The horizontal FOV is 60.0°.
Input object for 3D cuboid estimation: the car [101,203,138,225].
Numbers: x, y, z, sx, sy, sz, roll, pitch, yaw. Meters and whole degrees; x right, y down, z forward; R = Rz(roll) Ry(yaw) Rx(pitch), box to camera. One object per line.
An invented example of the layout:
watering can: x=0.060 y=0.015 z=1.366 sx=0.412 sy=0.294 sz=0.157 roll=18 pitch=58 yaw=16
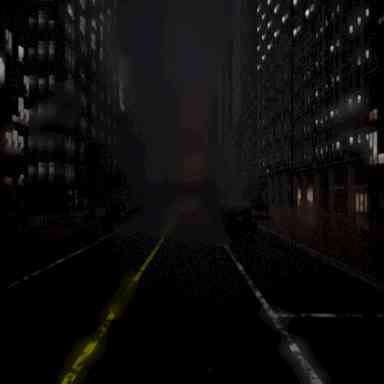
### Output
car: x=-5.693 y=1.685 z=25.877 sx=1.967 sy=1.590 sz=4.097 roll=-1 pitch=-1 yaw=0

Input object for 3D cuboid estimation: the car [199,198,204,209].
car: x=2.692 y=1.827 z=54.293 sx=2.192 sy=1.841 sz=5.009 roll=-1 pitch=-1 yaw=0

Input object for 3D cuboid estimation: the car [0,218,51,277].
car: x=-5.697 y=1.524 z=8.827 sx=1.967 sy=1.590 sz=4.097 roll=-1 pitch=-1 yaw=0

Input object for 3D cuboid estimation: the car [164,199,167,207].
car: x=-5.686 y=2.063 z=54.293 sx=2.008 sy=1.369 sz=4.403 roll=-1 pitch=-1 yaw=0

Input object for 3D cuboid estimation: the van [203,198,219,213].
van: x=2.690 y=1.746 z=42.926 sx=1.690 sy=1.788 sz=3.998 roll=-1 pitch=-1 yaw=0

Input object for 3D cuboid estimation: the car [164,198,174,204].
car: x=-5.679 y=2.330 z=82.709 sx=2.008 sy=1.369 sz=4.403 roll=-1 pitch=-1 yaw=0

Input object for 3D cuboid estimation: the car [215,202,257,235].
car: x=2.686 y=1.631 z=20.192 sx=1.967 sy=1.590 sz=4.097 roll=-1 pitch=-1 yaw=0

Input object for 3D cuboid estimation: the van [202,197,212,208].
van: x=2.694 y=1.907 z=59.976 sx=1.690 sy=1.788 sz=3.998 roll=-1 pitch=-1 yaw=0

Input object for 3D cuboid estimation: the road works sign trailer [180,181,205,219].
road works sign trailer: x=0.027 y=0.769 z=32.307 sx=2.380 sy=3.560 sz=2.880 roll=0 pitch=-1 yaw=0

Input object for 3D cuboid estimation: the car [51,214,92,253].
car: x=-5.695 y=1.661 z=14.339 sx=1.752 sy=1.417 sz=4.829 roll=-1 pitch=-1 yaw=0

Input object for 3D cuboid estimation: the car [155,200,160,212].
car: x=-5.688 y=1.971 z=42.926 sx=1.947 sy=1.339 sz=4.313 roll=-1 pitch=-1 yaw=0

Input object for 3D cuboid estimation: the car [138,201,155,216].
car: x=-5.690 y=1.902 z=37.242 sx=2.008 sy=1.369 sz=4.403 roll=-1 pitch=-1 yaw=0

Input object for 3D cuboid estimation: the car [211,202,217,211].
car: x=2.688 y=1.772 z=26.044 sx=1.752 sy=1.417 sz=4.829 roll=-1 pitch=-1 yaw=0

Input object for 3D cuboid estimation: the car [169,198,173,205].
car: x=-5.682 y=2.223 z=71.343 sx=2.008 sy=1.369 sz=4.403 roll=-1 pitch=-1 yaw=0

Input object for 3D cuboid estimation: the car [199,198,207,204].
car: x=2.701 y=2.330 z=82.707 sx=2.008 sy=1.369 sz=4.403 roll=-1 pitch=-1 yaw=0

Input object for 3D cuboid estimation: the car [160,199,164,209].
car: x=-5.687 y=2.003 z=48.609 sx=1.887 sy=1.381 sz=4.507 roll=-1 pitch=-1 yaw=0

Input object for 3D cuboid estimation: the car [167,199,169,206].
car: x=-5.684 y=2.148 z=59.976 sx=1.802 sy=1.307 sz=4.206 roll=-1 pitch=-1 yaw=0

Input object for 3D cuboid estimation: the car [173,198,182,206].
car: x=-2.985 y=2.210 z=71.774 sx=2.033 sy=1.411 sz=5.357 roll=0 pitch=-1 yaw=0

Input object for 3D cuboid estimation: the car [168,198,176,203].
car: x=-5.677 y=2.467 z=94.076 sx=1.802 sy=1.307 sz=4.206 roll=-1 pitch=-1 yaw=0
